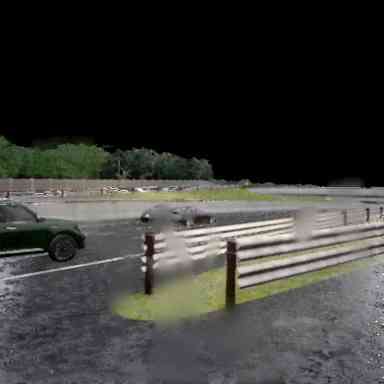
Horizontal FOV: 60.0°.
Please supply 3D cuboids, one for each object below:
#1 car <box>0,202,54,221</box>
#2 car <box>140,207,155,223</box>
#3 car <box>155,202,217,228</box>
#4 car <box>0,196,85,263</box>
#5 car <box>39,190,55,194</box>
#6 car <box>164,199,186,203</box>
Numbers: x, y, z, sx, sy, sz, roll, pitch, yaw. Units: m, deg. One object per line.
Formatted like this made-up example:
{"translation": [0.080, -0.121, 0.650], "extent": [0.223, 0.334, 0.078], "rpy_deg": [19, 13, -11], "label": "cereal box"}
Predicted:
{"translation": [-14.671, 1.543, 27.901], "extent": [2.033, 1.411, 5.357], "rpy_deg": [1, -1, 36], "label": "car"}
{"translation": [-2.162, 1.808, 26.850], "extent": [1.994, 1.385, 4.181], "rpy_deg": [1, -1, 36], "label": "car"}
{"translation": [-0.040, 1.755, 23.827], "extent": [2.128, 1.511, 4.902], "rpy_deg": [1, -1, 36], "label": "car"}
{"translation": [-6.005, 1.227, 9.995], "extent": [2.150, 2.045, 5.566], "rpy_deg": [1, -1, 36], "label": "car"}
{"translation": [-26.140, 0.273, 59.689], "extent": [1.895, 1.301, 4.718], "rpy_deg": [1, 2, 24], "label": "car"}
{"translation": [-2.647, 1.786, 50.158], "extent": [2.097, 1.767, 4.553], "rpy_deg": [1, -1, 37], "label": "car"}
